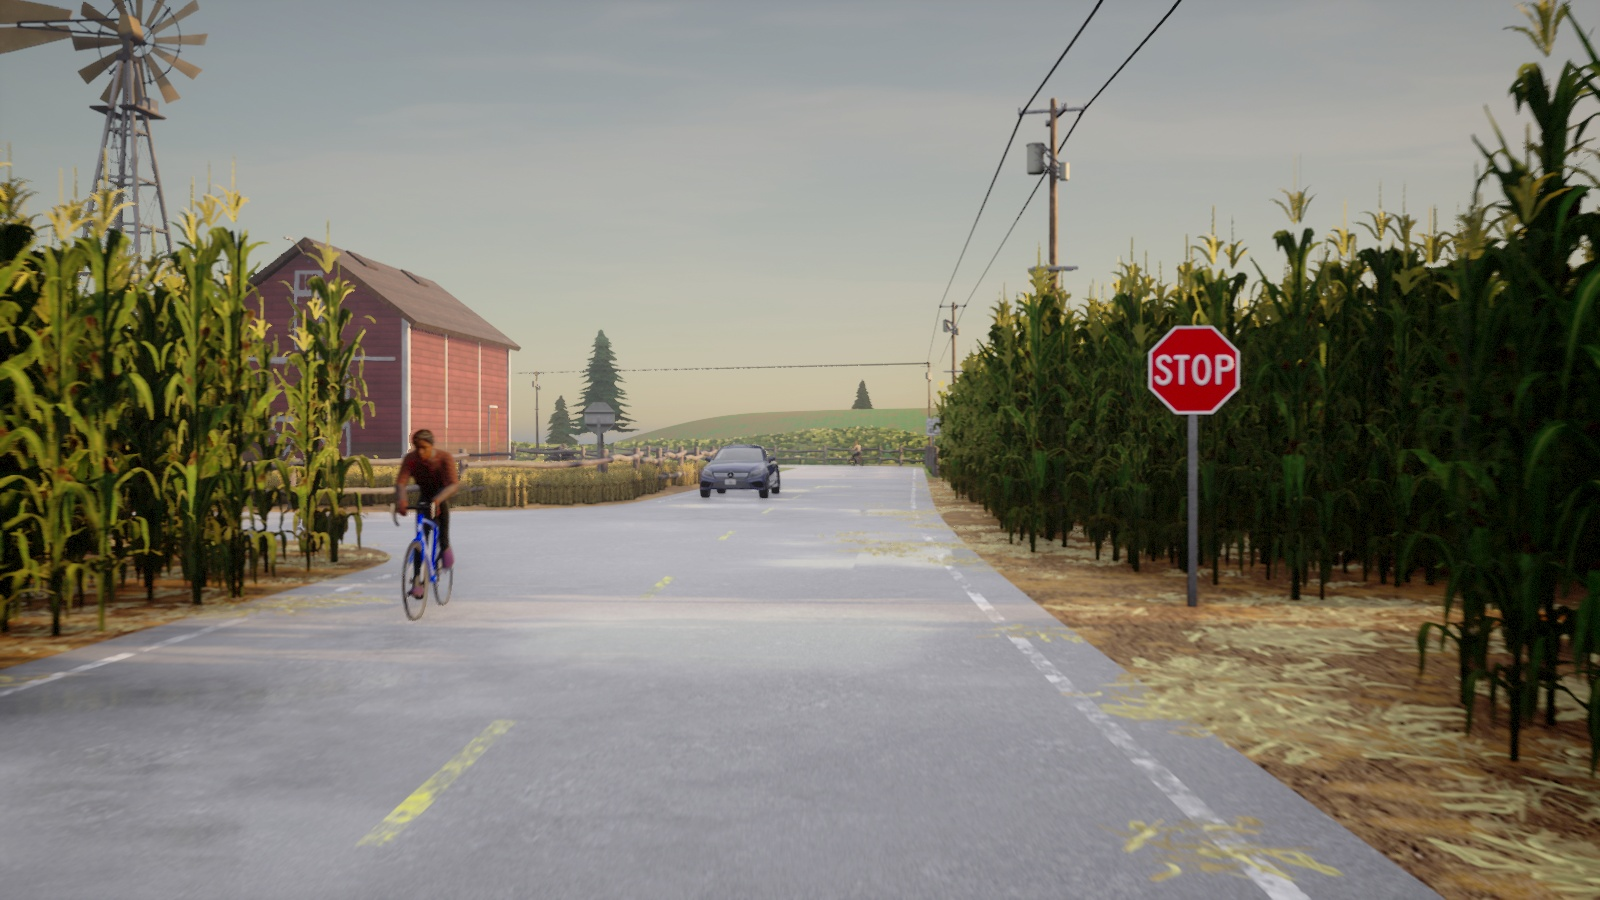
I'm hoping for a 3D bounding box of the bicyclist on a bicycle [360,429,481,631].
[{"bbox_3d":[-3.263,0.635,10.925,0.582,1.620,1.656,-1,1,-2],"label":"bicyclist on a bicycle"}]

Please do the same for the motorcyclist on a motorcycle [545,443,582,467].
[{"bbox_3d":[-15.365,0.310,81.609,2.191,1.530,0.866,0,0,11],"label":"motorcyclist on a motorcycle"}]

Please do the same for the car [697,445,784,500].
[{"bbox_3d":[-1.613,0.572,35.389,1.812,1.442,4.674,0,0,5],"label":"car"}]
